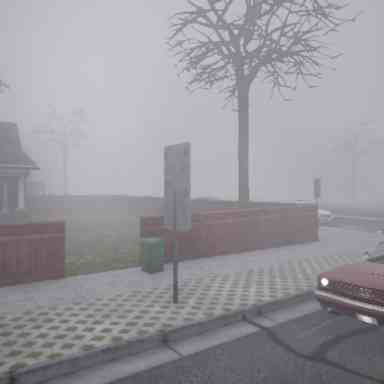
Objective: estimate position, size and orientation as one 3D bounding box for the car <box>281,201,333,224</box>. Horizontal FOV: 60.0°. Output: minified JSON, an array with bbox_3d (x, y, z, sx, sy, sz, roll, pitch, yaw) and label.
[{"bbox_3d":[7.116,1.357,22.402,1.812,1.442,4.674,0,1,-36],"label":"car"}]

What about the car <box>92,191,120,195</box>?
[{"bbox_3d":[-13.212,0.800,50.705,1.895,1.301,4.718,0,1,-36],"label":"car"}]

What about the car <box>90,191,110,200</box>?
[{"bbox_3d":[-16.769,0.620,60.488,1.837,1.490,4.892,0,1,-36],"label":"car"}]

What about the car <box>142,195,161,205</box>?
[{"bbox_3d":[-4.388,1.052,38.339,1.812,1.442,4.674,0,1,-36],"label":"car"}]

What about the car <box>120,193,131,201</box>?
[{"bbox_3d":[-10.887,0.842,52.335,1.994,1.385,4.181,0,1,-34],"label":"car"}]

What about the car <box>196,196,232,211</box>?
[{"bbox_3d":[1.609,1.164,30.024,1.882,1.535,5.008,0,1,-36],"label":"car"}]

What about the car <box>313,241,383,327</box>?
[{"bbox_3d":[4.376,1.608,6.373,4.718,1.301,1.895,0,0,-38],"label":"car"}]
